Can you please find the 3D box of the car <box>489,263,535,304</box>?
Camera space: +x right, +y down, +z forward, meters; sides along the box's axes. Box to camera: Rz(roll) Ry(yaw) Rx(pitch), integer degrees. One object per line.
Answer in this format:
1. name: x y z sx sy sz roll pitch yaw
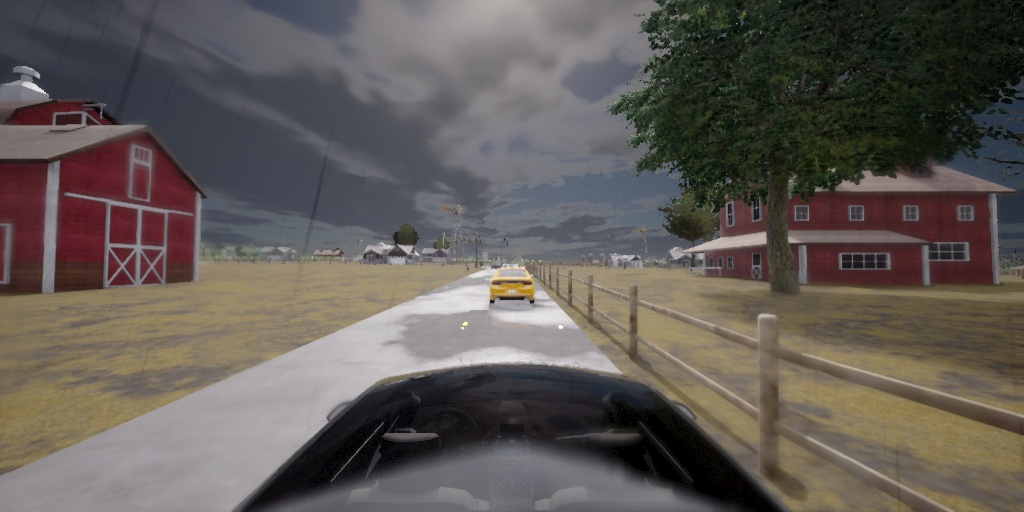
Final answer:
1. car: 0.000 1.251 16.510 1.882 1.535 5.008 0 0 0
